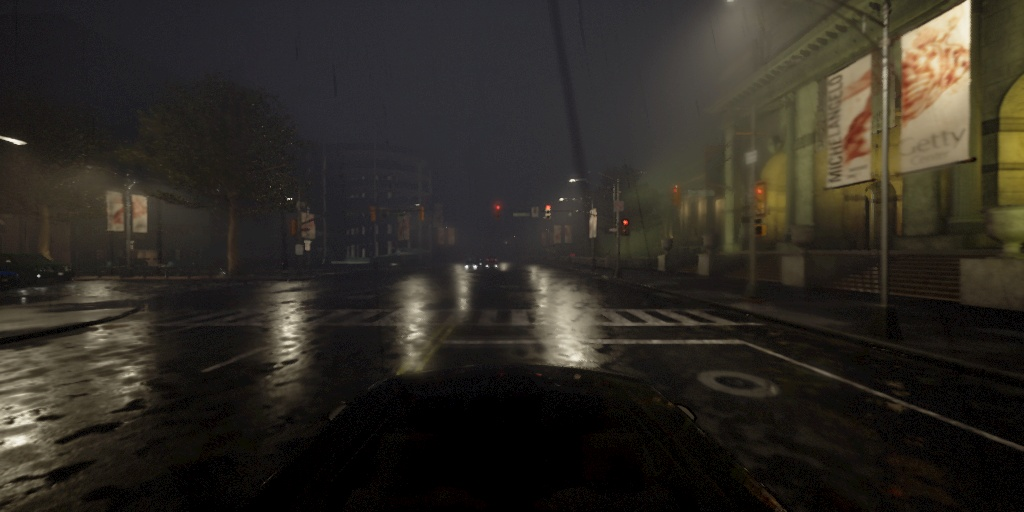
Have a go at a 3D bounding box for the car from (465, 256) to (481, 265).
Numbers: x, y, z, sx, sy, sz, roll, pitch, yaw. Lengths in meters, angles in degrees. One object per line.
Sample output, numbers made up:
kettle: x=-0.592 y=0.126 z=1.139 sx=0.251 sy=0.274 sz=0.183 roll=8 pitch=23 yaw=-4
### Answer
car: x=-7.050 y=0.954 z=63.222 sx=1.895 sy=1.301 sz=4.718 roll=0 pitch=0 yaw=0

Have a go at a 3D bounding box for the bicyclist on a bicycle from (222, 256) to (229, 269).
bicyclist on a bicycle: x=-34.233 y=0.783 z=43.128 sx=0.582 sy=1.620 sz=1.656 roll=0 pitch=1 yaw=0

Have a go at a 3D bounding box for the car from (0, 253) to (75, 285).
car: x=-32.544 y=0.830 z=23.659 sx=5.566 sy=2.045 sz=2.150 roll=0 pitch=0 yaw=0

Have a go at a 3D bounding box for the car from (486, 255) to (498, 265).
car: x=-3.557 y=0.696 z=64.599 sx=2.097 sy=1.767 sz=4.553 roll=0 pitch=0 yaw=0

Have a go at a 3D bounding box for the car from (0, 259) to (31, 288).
car: x=-31.012 y=1.109 z=20.166 sx=5.008 sy=1.535 sz=1.882 roll=0 pitch=0 yaw=0
